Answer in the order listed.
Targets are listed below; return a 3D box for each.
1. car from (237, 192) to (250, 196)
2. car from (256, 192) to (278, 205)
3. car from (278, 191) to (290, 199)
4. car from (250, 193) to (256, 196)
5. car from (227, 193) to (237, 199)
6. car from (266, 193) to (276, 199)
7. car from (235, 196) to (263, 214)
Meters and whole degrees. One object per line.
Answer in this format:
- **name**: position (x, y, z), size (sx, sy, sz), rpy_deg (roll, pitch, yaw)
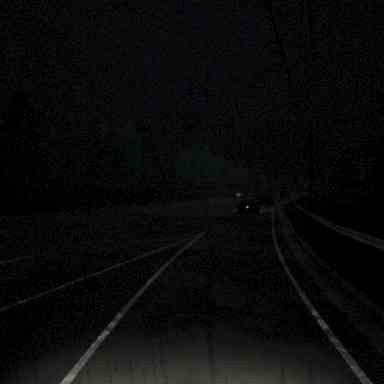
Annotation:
- **car**: position (14.103, 1.062, 89.081), size (1.994, 1.385, 4.181), rpy_deg (0, 0, 20)
- **car**: position (11.868, 1.079, 52.445), size (2.097, 1.767, 4.553), rpy_deg (0, 0, 20)
- **car**: position (23.959, 0.788, 85.457), size (2.150, 2.045, 5.566), rpy_deg (0, 0, 20)
- **car**: position (17.240, 1.028, 87.473), size (1.837, 1.490, 4.892), rpy_deg (0, 0, 20)
- **car**: position (10.677, 0.993, 89.907), size (1.837, 1.490, 4.892), rpy_deg (0, 0, 20)
- **car**: position (20.655, 1.096, 86.616), size (1.994, 1.385, 4.181), rpy_deg (0, 0, 20)
- **car**: position (5.677, 1.386, 33.043), size (1.994, 1.385, 4.181), rpy_deg (0, 0, 14)
